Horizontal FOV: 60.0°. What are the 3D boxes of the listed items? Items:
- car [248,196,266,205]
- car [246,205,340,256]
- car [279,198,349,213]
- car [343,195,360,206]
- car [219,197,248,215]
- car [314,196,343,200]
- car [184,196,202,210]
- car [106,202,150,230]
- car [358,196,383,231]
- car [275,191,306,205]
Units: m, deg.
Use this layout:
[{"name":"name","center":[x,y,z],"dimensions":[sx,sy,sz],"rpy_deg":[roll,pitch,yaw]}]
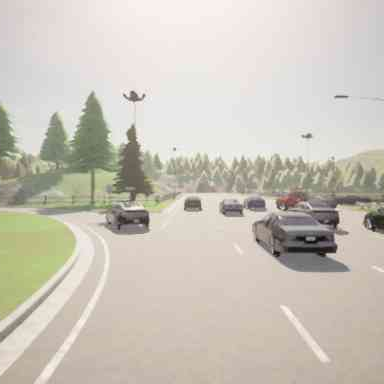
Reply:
[{"name":"car","center":[7.109,1.182,38.156],"dimensions":[1.882,1.535,5.008],"rpy_deg":[0,0,0]},{"name":"car","center":[3.603,1.449,12.608],"dimensions":[2.033,1.411,5.357],"rpy_deg":[0,0,0]},{"name":"car","center":[7.105,1.336,19.992],"dimensions":[2.128,1.511,4.902],"rpy_deg":[0,0,0]},{"name":"car","center":[22.147,1.117,46.451],"dimensions":[1.882,1.535,5.008],"rpy_deg":[0,0,-44]},{"name":"car","center":[3.606,1.306,31.151],"dimensions":[2.033,1.411,5.357],"rpy_deg":[0,0,0]},{"name":"car","center":[14.106,1.208,36.384],"dimensions":[2.128,1.511,4.902],"rpy_deg":[0,0,0]},{"name":"car","center":[0.107,1.182,38.153],"dimensions":[1.882,1.535,5.008],"rpy_deg":[0,0,0]},{"name":"car","center":[-3.969,1.335,20.123],"dimensions":[2.128,1.511,4.902],"rpy_deg":[0,0,-24]},{"name":"car","center":[10.604,1.222,16.606],"dimensions":[2.097,1.767,4.553],"rpy_deg":[0,0,0]},{"name":"car","center":[10.609,0.945,35.701],"dimensions":[2.150,2.045,5.566],"rpy_deg":[0,0,0]}]
